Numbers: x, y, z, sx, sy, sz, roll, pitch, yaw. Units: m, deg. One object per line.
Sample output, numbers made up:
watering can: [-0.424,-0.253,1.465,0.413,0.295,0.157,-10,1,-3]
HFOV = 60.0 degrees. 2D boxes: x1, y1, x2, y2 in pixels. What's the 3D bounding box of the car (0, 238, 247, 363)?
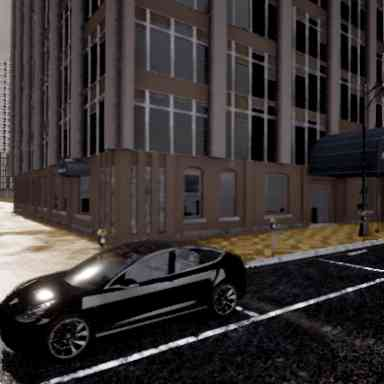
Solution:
car: [-0.913,1.573,5.902,4.313,1.339,1.947,0,0,-36]
